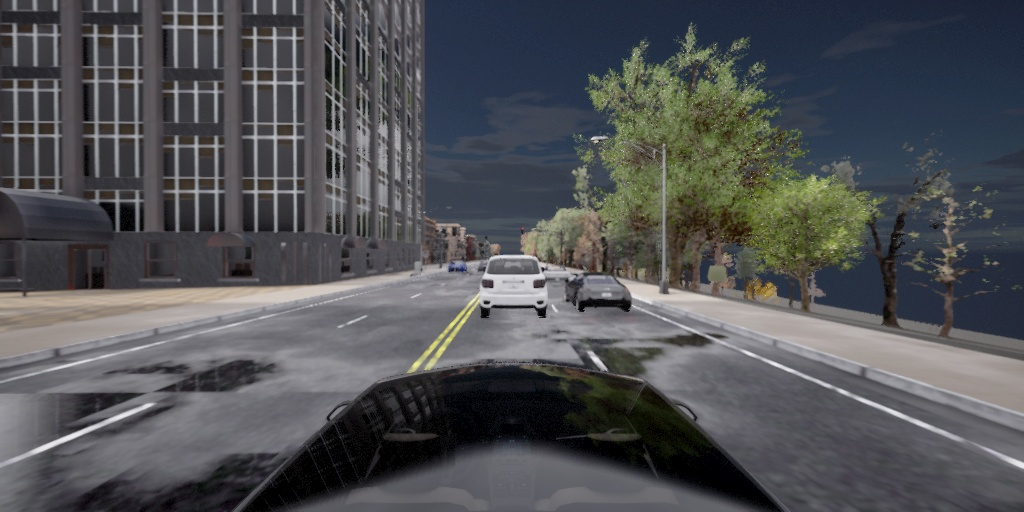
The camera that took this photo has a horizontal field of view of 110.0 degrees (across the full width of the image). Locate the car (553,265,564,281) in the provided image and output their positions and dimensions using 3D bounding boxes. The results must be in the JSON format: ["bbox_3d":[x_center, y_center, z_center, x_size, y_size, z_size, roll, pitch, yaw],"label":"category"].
[{"bbox_3d":[3.309,1.391,28.091,1.895,1.301,4.718,0,0,0],"label":"car"}]

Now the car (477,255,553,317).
[{"bbox_3d":[0.062,0.990,13.304,2.150,2.045,5.566,0,0,0],"label":"car"}]

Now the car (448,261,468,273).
[{"bbox_3d":[-6.585,1.291,43.881,1.882,1.535,5.008,0,0,0],"label":"car"}]

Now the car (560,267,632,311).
[{"bbox_3d":[3.319,1.332,14.512,1.994,1.385,4.181,0,0,0],"label":"car"}]

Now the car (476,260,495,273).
[{"bbox_3d":[-3.328,1.310,45.758,2.128,1.511,4.902,0,0,0],"label":"car"}]
